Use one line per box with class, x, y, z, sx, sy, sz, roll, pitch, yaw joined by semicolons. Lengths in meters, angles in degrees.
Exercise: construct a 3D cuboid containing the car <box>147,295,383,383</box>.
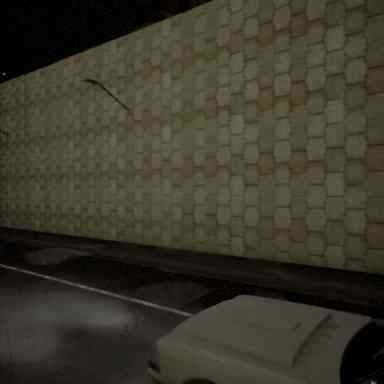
car;1.906;1.600;2.631;4.718;1.301;1.895;0;0;35
